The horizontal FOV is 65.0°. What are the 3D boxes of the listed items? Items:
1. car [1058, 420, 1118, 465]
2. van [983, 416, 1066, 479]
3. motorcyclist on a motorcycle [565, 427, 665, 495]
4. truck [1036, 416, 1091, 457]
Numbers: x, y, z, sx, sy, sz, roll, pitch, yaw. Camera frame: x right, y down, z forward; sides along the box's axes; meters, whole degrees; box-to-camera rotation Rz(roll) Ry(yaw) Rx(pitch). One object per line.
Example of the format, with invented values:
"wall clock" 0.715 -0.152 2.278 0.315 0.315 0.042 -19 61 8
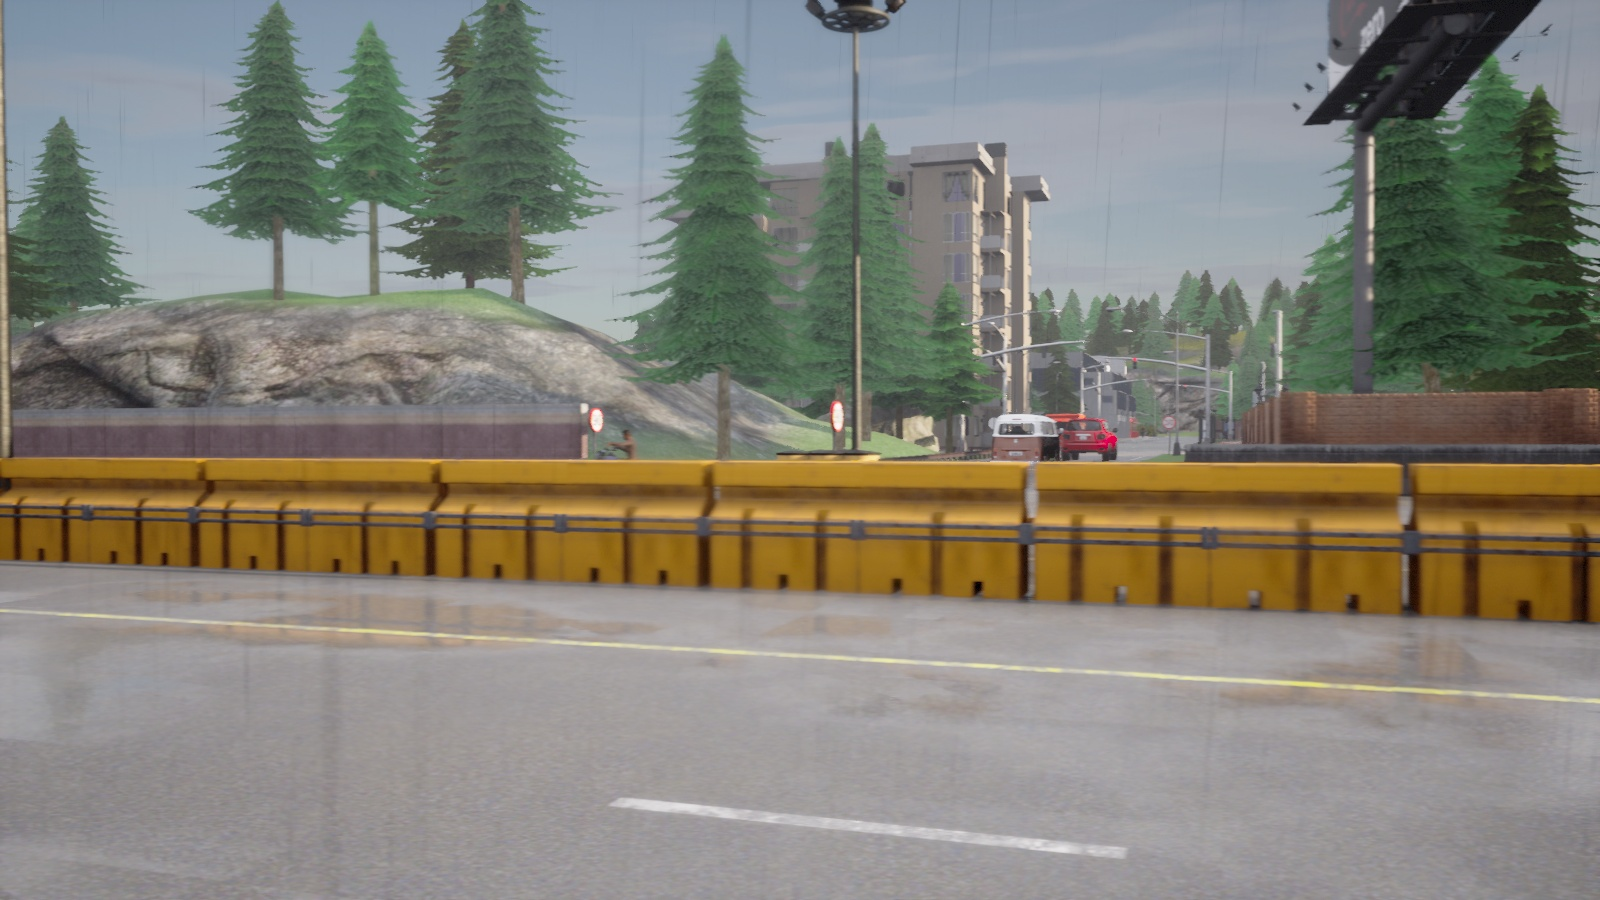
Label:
"car" 13.909 -0.388 60.346 2.150 2.045 5.566 1 1 20
"van" 7.693 -0.126 42.788 2.069 2.038 4.480 1 1 20
"motorcyclist on a motorcycle" -4.539 0.264 30.947 2.350 1.649 0.766 0 -1 -2
"truck" 16.314 -0.859 77.622 2.627 2.467 5.204 0 1 19
